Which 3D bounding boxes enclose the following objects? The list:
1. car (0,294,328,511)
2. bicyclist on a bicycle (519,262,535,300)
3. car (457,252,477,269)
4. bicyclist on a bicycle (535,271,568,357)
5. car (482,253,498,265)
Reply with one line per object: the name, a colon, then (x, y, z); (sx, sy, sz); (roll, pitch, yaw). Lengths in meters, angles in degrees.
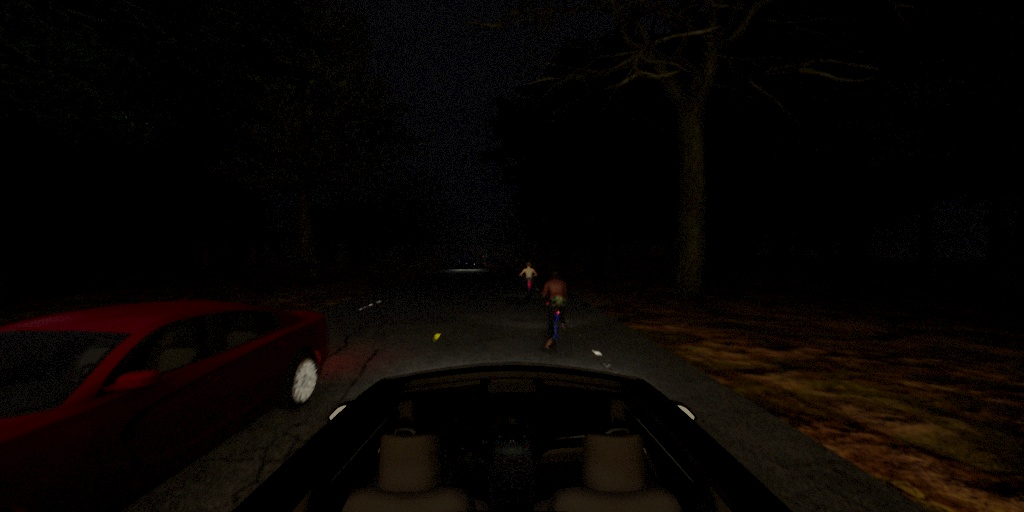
car: (-3.633, 1.214, 3.245); (1.882, 1.535, 5.008); (0, 0, 0)
bicyclist on a bicycle: (0.723, 1.052, 15.587); (0.866, 1.612, 1.509); (0, 2, -2)
car: (-5.682, 0.534, 45.673); (2.150, 2.045, 5.566); (0, 0, -5)
bicyclist on a bicycle: (0.903, 1.149, 7.453); (0.582, 1.620, 1.656); (0, 0, -1)
car: (-3.233, 0.641, 57.752); (2.128, 1.511, 4.902); (0, 1, -6)
